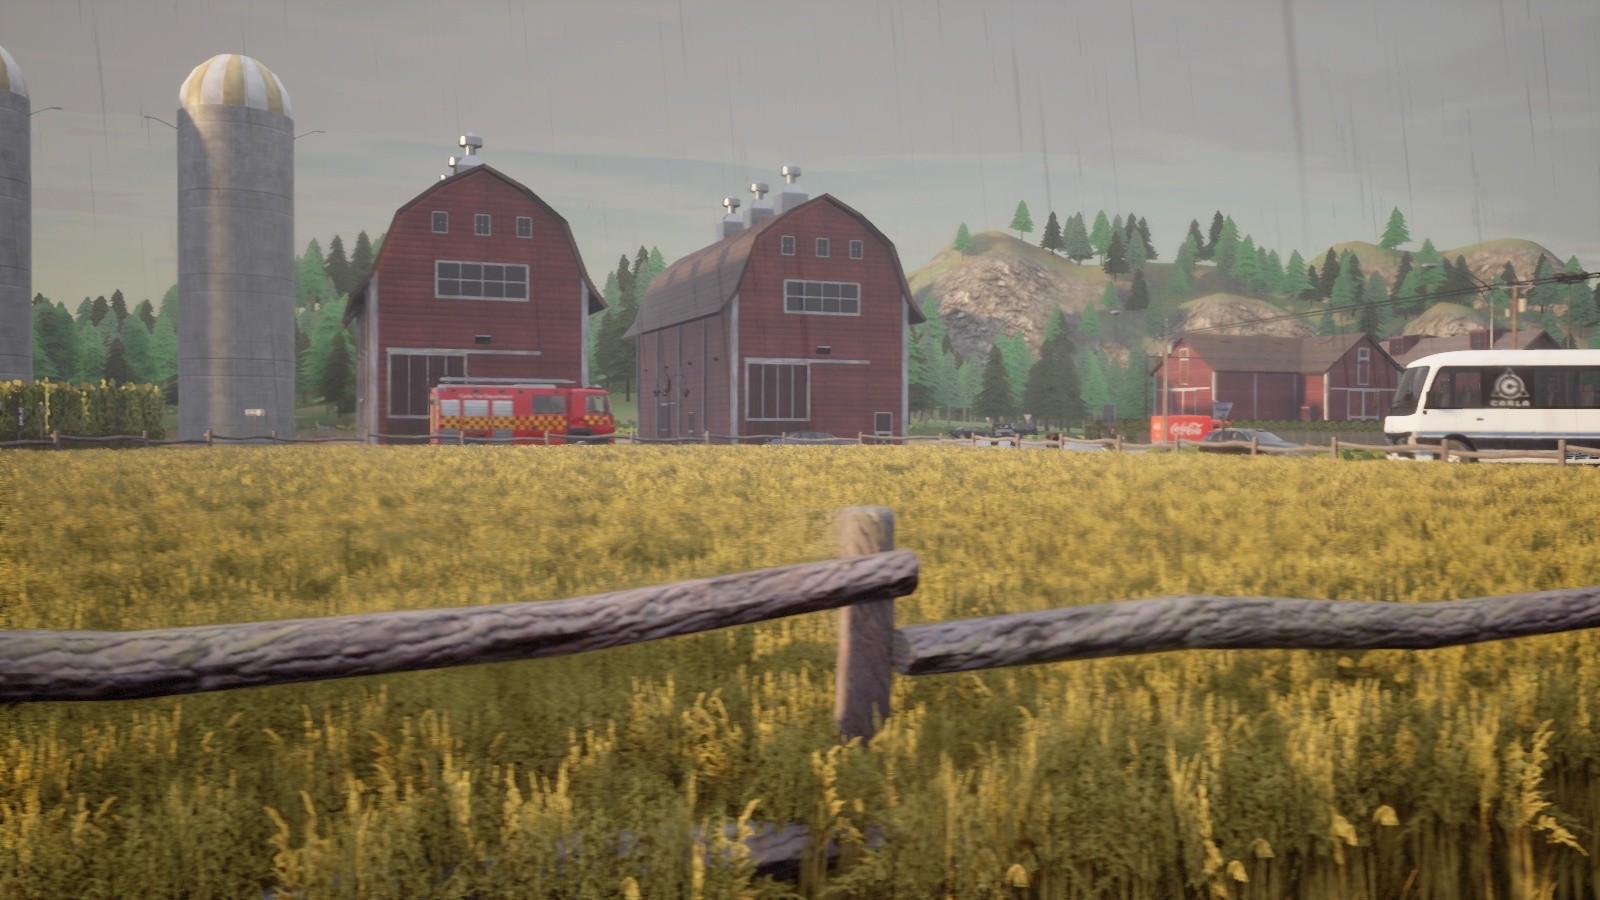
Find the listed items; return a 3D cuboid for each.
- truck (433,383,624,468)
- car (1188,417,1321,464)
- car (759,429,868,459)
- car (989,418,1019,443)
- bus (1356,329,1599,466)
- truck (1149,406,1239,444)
[{"bbox_3d":[-12.946,-1.203,60.006,8.468,3.827,2.891,-1,1,-24],"label":"truck"},{"bbox_3d":[17.028,-0.380,47.322,2.033,1.649,4.856,-1,1,-21],"label":"car"},{"bbox_3d":[0.703,-0.331,65.856,5.357,1.411,2.033,-1,1,-19],"label":"car"},{"bbox_3d":[15.742,-1.540,97.111,1.905,1.878,3.866,-1,1,3],"label":"car"},{"bbox_3d":[24.489,-1.710,41.747,10.273,4.253,3.944,-1,1,10],"label":"bus"},{"bbox_3d":[26.822,-1.676,85.578,5.204,2.467,2.627,-1,1,-4],"label":"truck"}]
